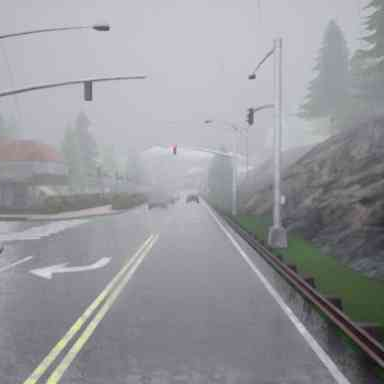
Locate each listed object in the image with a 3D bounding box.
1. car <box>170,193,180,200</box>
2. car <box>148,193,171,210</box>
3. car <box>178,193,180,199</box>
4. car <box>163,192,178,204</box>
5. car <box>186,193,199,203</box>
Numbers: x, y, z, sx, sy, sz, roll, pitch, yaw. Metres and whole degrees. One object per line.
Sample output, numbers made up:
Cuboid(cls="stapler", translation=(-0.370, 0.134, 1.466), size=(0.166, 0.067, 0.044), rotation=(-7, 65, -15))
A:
Cuboid(cls="car", translation=(-3.479, 0.827, 68.220), size=(1.895, 1.301, 4.718), rotation=(0, 1, 0))
Cuboid(cls="car", translation=(-3.582, 1.100, 35.836), size=(1.837, 1.490, 4.892), rotation=(0, 0, 0))
Cuboid(cls="car", translation=(-3.499, 0.829, 57.210), size=(1.882, 1.535, 5.008), rotation=(0, 0, 1))
Cuboid(cls="car", translation=(-3.555, 0.816, 47.240), size=(2.097, 1.767, 4.553), rotation=(0, 1, 0))
Cuboid(cls="car", translation=(0.116, 0.918, 51.710), size=(1.837, 1.490, 4.892), rotation=(0, 1, 0))
